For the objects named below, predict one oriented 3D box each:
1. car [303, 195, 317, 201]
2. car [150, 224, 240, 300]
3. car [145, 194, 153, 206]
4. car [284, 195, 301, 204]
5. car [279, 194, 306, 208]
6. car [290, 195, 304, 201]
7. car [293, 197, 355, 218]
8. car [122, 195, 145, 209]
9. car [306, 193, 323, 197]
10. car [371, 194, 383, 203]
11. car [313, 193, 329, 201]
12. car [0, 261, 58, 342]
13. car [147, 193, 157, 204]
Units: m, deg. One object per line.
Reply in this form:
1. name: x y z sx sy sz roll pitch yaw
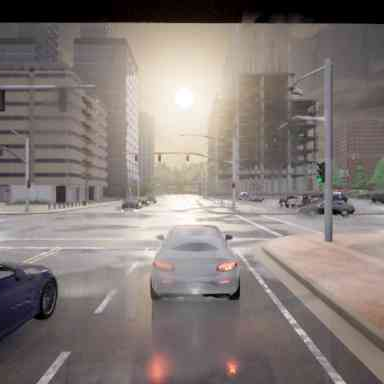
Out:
1. car: 27.167 1.364 76.892 1.784 1.438 3.905 0 0 0
2. car: 0.070 1.526 8.262 1.812 1.442 4.674 0 0 0
3. car: -8.168 1.477 55.300 1.882 1.535 5.008 0 0 0
4. car: 18.577 1.395 61.749 1.970 1.475 3.806 0 0 0
5. car: 13.061 1.153 44.309 1.932 1.855 4.605 0 0 0
6. car: 24.272 1.395 76.878 1.970 1.475 3.806 0 0 0
7. car: 12.096 1.491 30.074 4.902 1.511 2.128 0 0 0
8. car: -8.090 1.352 44.850 2.097 1.767 4.553 0 0 0
9. car: 15.956 1.156 44.268 1.905 1.878 3.866 0 0 0
10. car: 35.474 1.153 61.921 1.932 1.855 4.605 0 0 0
11. car: 29.850 1.153 76.955 1.932 1.855 4.605 0 0 0
12. car: -3.442 1.526 4.387 1.812 1.442 4.674 0 0 0
13. car: -8.207 1.221 65.881 2.150 2.045 5.566 0 0 -1
